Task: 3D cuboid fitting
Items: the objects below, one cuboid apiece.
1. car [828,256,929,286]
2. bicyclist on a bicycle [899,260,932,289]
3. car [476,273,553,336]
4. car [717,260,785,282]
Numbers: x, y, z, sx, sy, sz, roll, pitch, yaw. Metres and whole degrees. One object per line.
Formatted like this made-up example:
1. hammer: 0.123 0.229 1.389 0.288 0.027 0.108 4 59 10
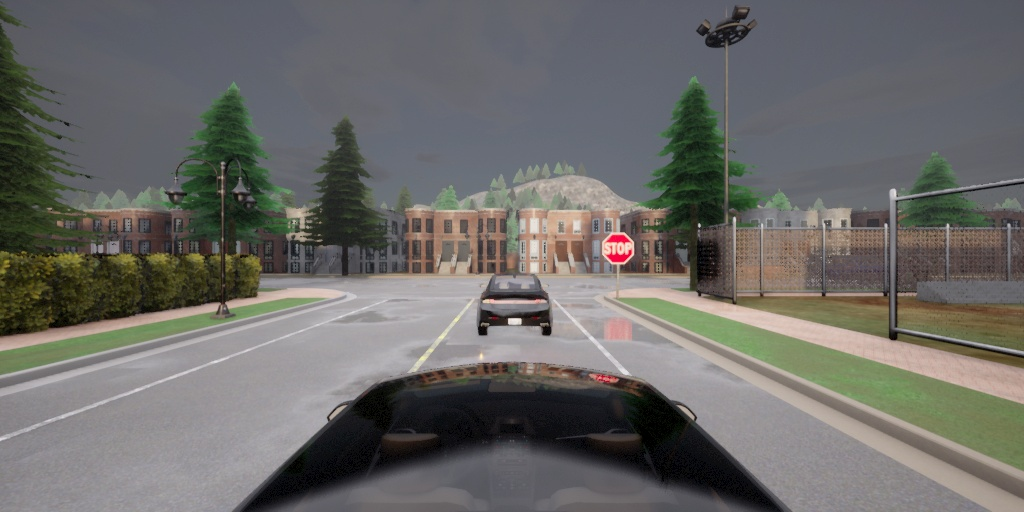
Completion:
1. car: 24.977 0.948 24.642 5.566 2.045 2.150 0 0 0
2. bicyclist on a bicycle: 21.730 1.031 19.322 0.582 1.620 1.656 0 0 0
3. car: 0.076 1.241 10.369 2.128 1.511 4.902 0 0 0
4. car: 18.728 1.079 28.290 4.553 1.767 2.097 0 0 0
